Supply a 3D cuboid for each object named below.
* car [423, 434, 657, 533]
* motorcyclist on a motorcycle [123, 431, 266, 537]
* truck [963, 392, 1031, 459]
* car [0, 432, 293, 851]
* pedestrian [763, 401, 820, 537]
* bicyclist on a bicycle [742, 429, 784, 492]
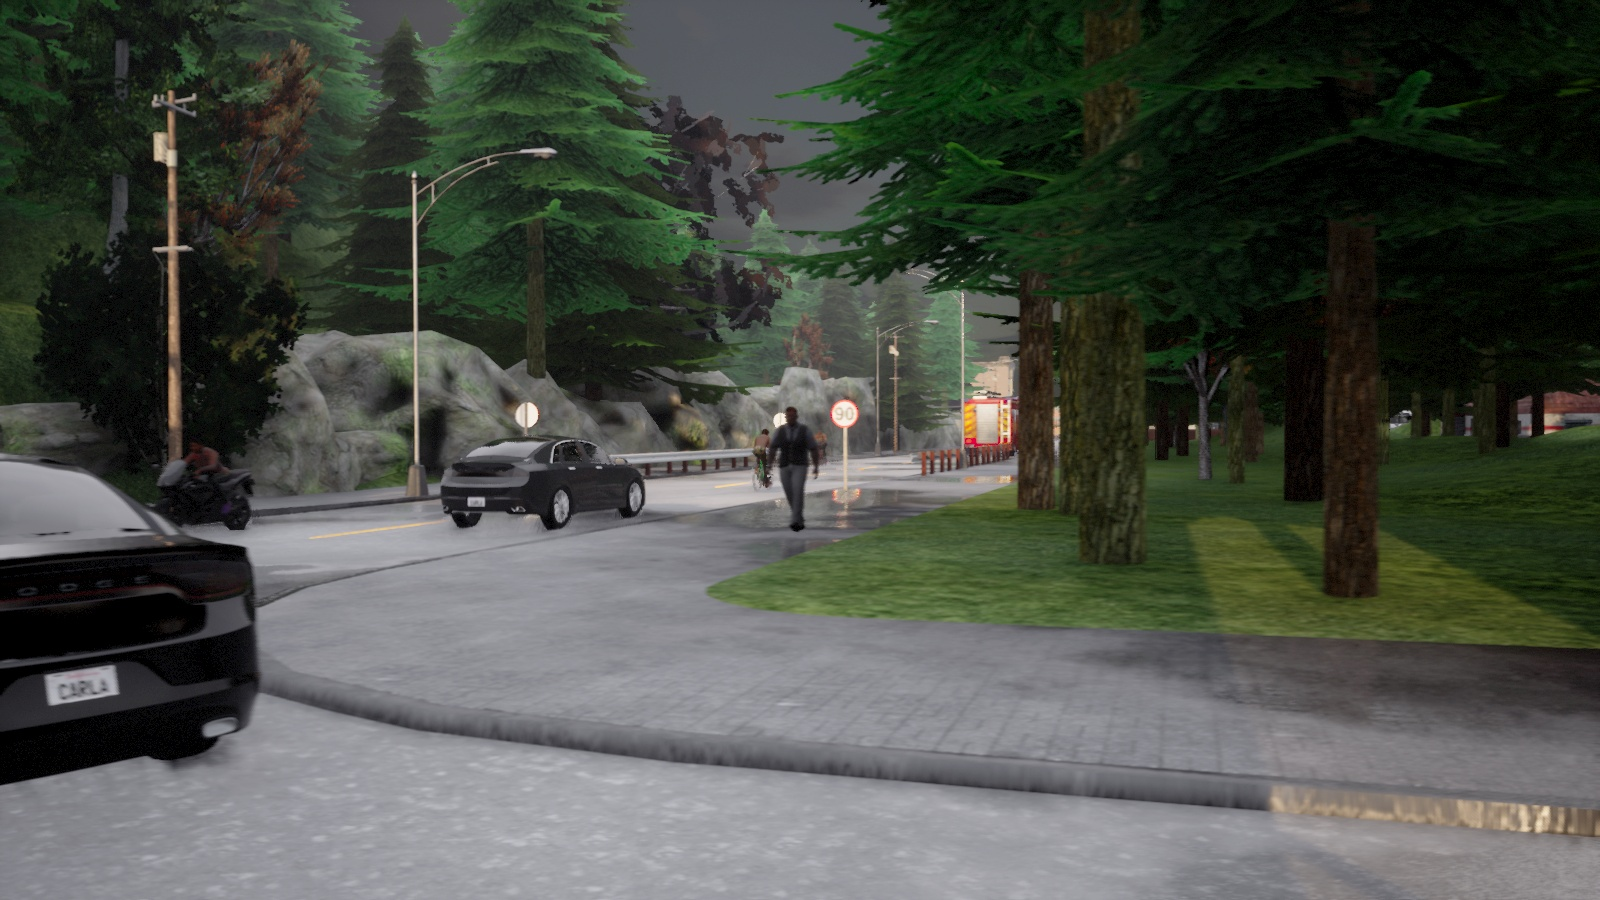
[{"bbox_3d":[-4.300,0.475,21.694,1.837,1.490,4.892,0,1,17],"label":"car"},{"bbox_3d":[-9.208,0.472,19.188,0.797,1.523,2.044,1,1,17],"label":"motorcyclist on a motorcycle"},{"bbox_3d":[12.000,-1.482,75.871,2.891,3.827,8.468,0,1,17],"label":"truck"},{"bbox_3d":[-4.781,0.687,6.400,5.008,1.535,1.882,1,2,39],"label":"car"},{"bbox_3d":[-0.113,0.256,17.858,0.563,1.883,0.849,0,1,17],"label":"pedestrian"},{"bbox_3d":[-0.957,0.261,32.830,0.582,1.620,1.656,0,0,17],"label":"bicyclist on a bicycle"}]
